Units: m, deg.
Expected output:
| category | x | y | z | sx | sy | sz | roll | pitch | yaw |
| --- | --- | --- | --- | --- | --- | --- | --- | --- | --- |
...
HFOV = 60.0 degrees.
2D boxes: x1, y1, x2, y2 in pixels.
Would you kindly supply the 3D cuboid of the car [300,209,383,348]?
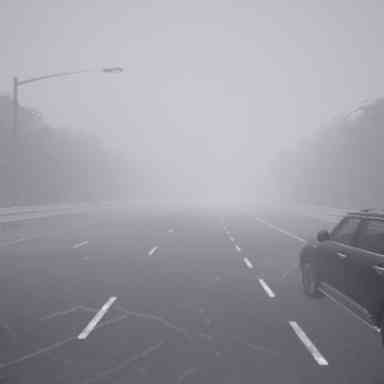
| category | x | y | z | sx | sy | sz | roll | pitch | yaw |
| --- | --- | --- | --- | --- | --- | --- | --- | --- | --- |
| car | 3.592 | 1.285 | 5.532 | 2.150 | 2.045 | 5.566 | 0 | 0 | 1 |
